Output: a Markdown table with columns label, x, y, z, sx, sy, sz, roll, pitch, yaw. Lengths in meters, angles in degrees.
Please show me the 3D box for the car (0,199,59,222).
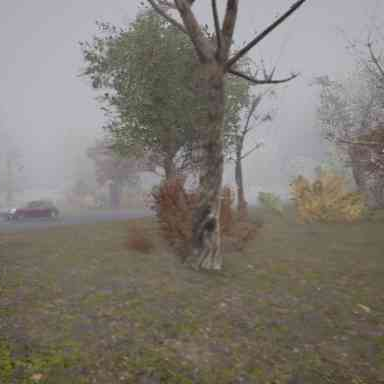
| label | x | y | z | sx | sy | sz | roll | pitch | yaw |
| --- | --- | --- | --- | --- | --- | --- | --- | --- | --- |
| car | -13.835 | 1.499 | 28.343 | 2.097 | 1.767 | 4.553 | -1 | 0 | 31 |
